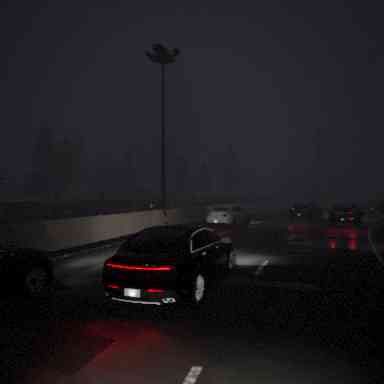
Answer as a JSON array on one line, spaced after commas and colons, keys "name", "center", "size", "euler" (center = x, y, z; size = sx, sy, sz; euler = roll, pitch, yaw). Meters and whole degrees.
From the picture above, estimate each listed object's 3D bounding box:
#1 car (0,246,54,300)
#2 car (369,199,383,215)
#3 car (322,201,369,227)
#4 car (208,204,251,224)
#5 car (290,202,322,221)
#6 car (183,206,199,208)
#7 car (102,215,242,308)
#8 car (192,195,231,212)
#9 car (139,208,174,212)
[{"name": "car", "center": [-4.678, 1.547, 6.005], "size": [2.128, 1.511, 4.902], "euler": [0, 0, 18]}, {"name": "car", "center": [19.696, 1.524, 35.344], "size": [1.882, 1.535, 5.008], "euler": [-1, 0, 41]}, {"name": "car", "center": [10.785, 1.535, 23.132], "size": [2.128, 1.511, 4.902], "euler": [0, 0, 31]}, {"name": "car", "center": [2.602, 1.615, 23.005], "size": [1.812, 1.442, 4.674], "euler": [-1, 0, 28]}, {"name": "car", "center": [9.692, 1.563, 27.977], "size": [2.128, 1.511, 4.902], "euler": [-1, 0, 33]}, {"name": "car", "center": [0.784, 1.627, 33.835], "size": [1.882, 1.535, 5.008], "euler": [-1, 0, 34]}, {"name": "car", "center": [-0.250, 1.544, 8.168], "size": [1.837, 1.490, 4.892], "euler": [-1, 0, 19]}, {"name": "car", "center": [2.588, 1.401, 42.389], "size": [2.150, 2.045, 5.566], "euler": [-1, -1, 38]}, {"name": "car", "center": [-4.138, 1.553, 39.000], "size": [2.097, 1.767, 4.553], "euler": [0, 0, 34]}]
